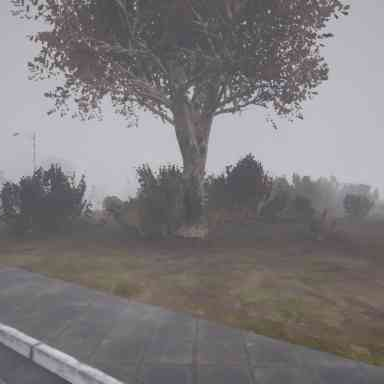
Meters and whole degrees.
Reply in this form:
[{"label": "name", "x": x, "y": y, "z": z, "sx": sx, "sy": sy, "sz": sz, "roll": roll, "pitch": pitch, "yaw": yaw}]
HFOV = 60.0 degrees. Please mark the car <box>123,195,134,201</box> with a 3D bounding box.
[{"label": "car", "x": -10.856, "y": 1.334, "z": 62.810, "sx": 2.128, "sy": 1.511, "sz": 4.902, "roll": 0, "pitch": 0, "yaw": 34}]
